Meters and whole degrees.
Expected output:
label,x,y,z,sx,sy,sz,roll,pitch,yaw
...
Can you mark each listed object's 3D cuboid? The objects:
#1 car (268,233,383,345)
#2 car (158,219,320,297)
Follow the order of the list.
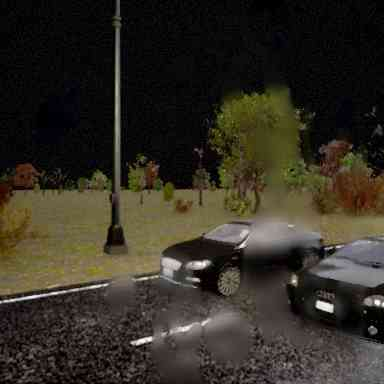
label,x,y,z,sx,sy,sz,roll,pitch,yaw
car,3.668,1.578,6.256,4.181,1.385,1.994,0,0,-35
car,1.478,1.504,8.690,4.902,1.511,2.128,0,0,-35
